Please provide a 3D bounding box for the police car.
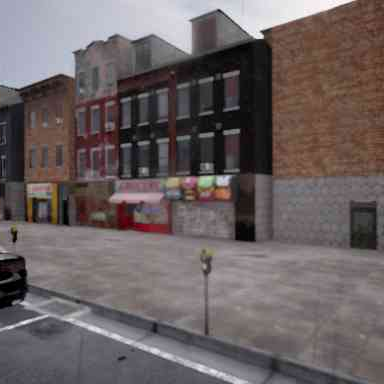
[{"bbox_3d":[-5.423,1.438,6.810,5.238,1.638,1.930,0,0,35],"label":"police car"}]
